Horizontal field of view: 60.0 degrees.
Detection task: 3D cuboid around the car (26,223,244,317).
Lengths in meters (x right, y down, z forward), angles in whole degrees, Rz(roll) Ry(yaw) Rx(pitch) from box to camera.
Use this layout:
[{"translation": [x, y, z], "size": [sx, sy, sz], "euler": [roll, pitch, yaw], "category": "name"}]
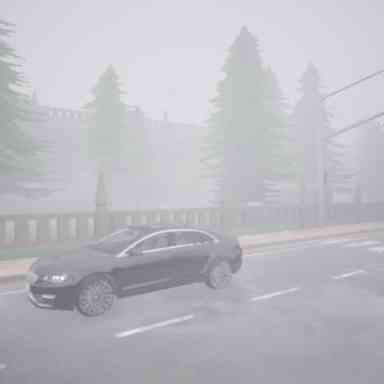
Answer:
[{"translation": [-1.004, 1.490, 7.520], "size": [4.902, 1.511, 2.128], "euler": [0, 0, -35], "category": "car"}]
